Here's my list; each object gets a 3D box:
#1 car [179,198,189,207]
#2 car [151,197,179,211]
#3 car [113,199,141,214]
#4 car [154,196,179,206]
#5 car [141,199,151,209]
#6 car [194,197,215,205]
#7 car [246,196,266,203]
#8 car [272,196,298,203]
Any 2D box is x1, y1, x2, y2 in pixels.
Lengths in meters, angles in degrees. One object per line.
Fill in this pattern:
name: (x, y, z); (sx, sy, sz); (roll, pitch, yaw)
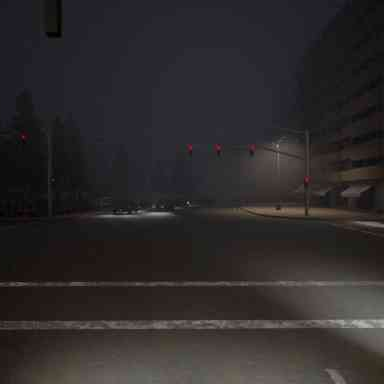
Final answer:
car: (-1.905, 1.547, 50.363); (2.033, 1.411, 5.357); (0, 0, 15)
car: (-3.219, 1.491, 40.634); (2.128, 1.511, 4.902); (0, 0, 4)
car: (-6.955, 1.526, 35.051); (1.812, 1.442, 4.674); (0, 0, 2)
car: (-4.153, 1.492, 54.373); (2.128, 1.511, 4.902); (0, 0, 21)
car: (-6.410, 1.601, 44.129); (1.895, 1.301, 4.718); (0, 0, 6)
car: (2.274, 1.601, 60.115); (1.895, 1.301, 4.718); (0, 0, 32)
car: (13.138, 1.477, 68.040); (5.008, 1.535, 1.882); (0, 0, -41)
car: (18.502, 1.478, 67.553); (5.008, 1.535, 1.882); (0, 0, -33)
